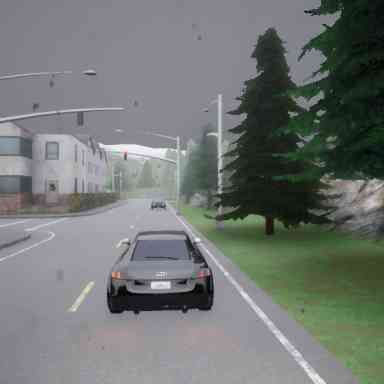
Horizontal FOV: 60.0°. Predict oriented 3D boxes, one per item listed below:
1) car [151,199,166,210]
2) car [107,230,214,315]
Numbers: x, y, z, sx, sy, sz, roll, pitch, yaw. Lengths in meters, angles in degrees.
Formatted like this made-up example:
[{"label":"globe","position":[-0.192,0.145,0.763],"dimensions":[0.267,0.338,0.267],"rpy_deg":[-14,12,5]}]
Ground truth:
[{"label":"car","position":[-4.438,1.601,43.921],"dimensions":[1.895,1.301,4.718],"rpy_deg":[0,0,-6]},{"label":"car","position":[-0.692,1.564,7.692],"dimensions":[1.994,1.385,4.181],"rpy_deg":[0,0,-5]}]
